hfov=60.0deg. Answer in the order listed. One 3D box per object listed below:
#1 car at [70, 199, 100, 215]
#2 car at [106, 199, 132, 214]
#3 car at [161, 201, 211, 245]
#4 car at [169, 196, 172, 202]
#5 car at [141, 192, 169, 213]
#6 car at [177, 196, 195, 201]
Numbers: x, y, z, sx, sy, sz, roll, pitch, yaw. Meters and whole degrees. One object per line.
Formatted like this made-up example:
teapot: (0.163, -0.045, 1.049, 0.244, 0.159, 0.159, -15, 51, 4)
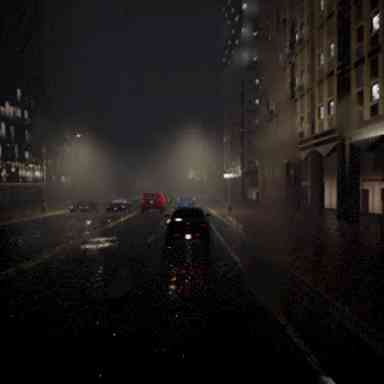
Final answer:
car: (-10.494, 1.389, 32.903, 1.812, 1.442, 4.674, -1, 0, -1)
car: (-7.248, 1.392, 33.322, 1.994, 1.385, 4.181, -1, 0, -1)
car: (-0.191, 1.402, 15.052, 1.837, 1.490, 4.892, -1, 1, -1)
car: (-4.224, 1.248, 53.038, 1.895, 1.301, 4.718, -1, 0, -1)
car: (-3.821, 1.012, 33.655, 2.150, 2.045, 5.566, -1, 0, -1)
car: (-0.666, 1.204, 38.260, 1.882, 1.535, 5.008, -1, 0, -1)
